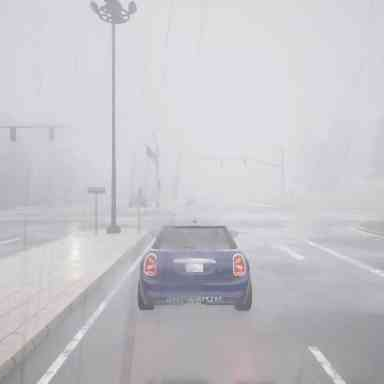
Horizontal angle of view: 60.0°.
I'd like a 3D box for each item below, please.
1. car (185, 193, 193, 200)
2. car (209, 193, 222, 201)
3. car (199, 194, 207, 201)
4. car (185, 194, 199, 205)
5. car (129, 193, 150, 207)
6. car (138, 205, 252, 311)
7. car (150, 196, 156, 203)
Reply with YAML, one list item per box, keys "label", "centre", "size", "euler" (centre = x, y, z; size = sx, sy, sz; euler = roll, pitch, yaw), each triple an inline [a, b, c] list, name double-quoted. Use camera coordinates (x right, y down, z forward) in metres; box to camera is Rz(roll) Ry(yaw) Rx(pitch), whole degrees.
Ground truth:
- label: "car"
  centre: [-0.899, 1.189, 95.625]
  size: [2.150, 2.045, 5.566]
  euler: [0, 0, -1]
- label: "car"
  centre: [6.280, 1.215, 85.063]
  size: [2.150, 2.045, 5.566]
  euler: [0, 0, -1]
- label: "car"
  centre: [2.775, 1.513, 85.331]
  size: [1.812, 1.442, 4.674]
  euler: [0, 0, -1]
- label: "car"
  centre: [-0.210, 1.526, 54.766]
  size: [1.812, 1.442, 4.674]
  euler: [0, 0, -1]
- label: "car"
  centre: [-8.256, 1.221, 51.065]
  size: [2.150, 2.045, 5.566]
  euler: [0, 0, -1]
- label: "car"
  centre: [0.063, 1.352, 7.946]
  size: [2.097, 1.767, 4.553]
  euler: [0, 0, 0]
- label: "car"
  centre: [-8.446, 1.506, 68.536]
  size: [1.837, 1.490, 4.892]
  euler: [0, 0, -1]
